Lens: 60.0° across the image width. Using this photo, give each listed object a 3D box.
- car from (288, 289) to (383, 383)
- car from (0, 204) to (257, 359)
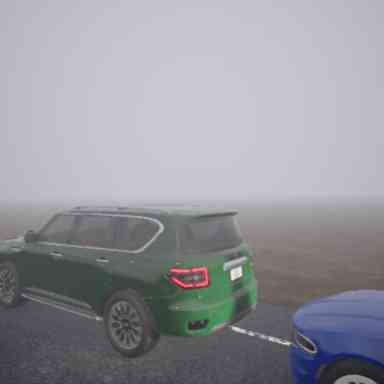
[{"bbox_3d":[3.352,1.494,2.753,5.008,1.535,1.882,0,0,36],"label":"car"},{"bbox_3d":[-1.554,1.244,6.271,5.566,2.045,2.150,0,0,36],"label":"car"}]
